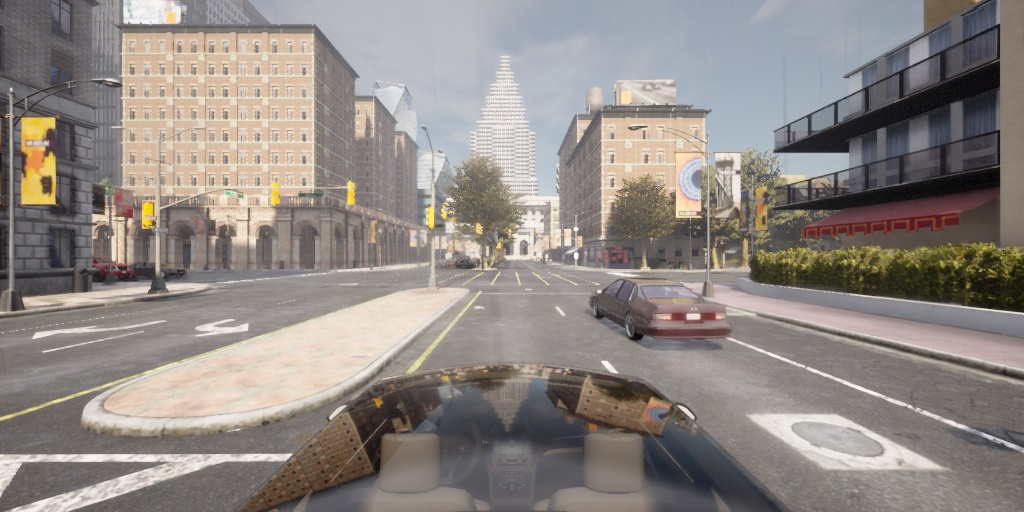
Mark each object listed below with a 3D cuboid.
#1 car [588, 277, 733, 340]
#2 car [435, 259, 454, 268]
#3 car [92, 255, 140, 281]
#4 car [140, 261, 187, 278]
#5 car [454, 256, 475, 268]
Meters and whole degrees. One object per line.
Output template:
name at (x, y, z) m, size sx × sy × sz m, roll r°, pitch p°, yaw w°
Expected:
car at (3.633, 1.298, 9.909) m, size 2.033 × 1.411 × 5.357 m, roll 0°, pitch 0°, yaw -3°
car at (-11.562, 1.301, 60.094) m, size 2.033 × 1.411 × 5.357 m, roll 0°, pitch 0°, yaw 0°
car at (-34.650, 0.973, 29.458) m, size 5.566 × 2.045 × 2.150 m, roll 0°, pitch 0°, yaw 0°
car at (-32.851, 1.257, 32.985) m, size 4.892 × 1.490 × 1.837 m, roll 0°, pitch 0°, yaw 0°
car at (-8.066, 0.975, 60.719) m, size 2.150 × 2.045 × 5.566 m, roll 0°, pitch 0°, yaw 0°
